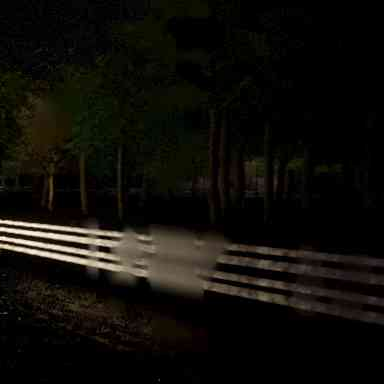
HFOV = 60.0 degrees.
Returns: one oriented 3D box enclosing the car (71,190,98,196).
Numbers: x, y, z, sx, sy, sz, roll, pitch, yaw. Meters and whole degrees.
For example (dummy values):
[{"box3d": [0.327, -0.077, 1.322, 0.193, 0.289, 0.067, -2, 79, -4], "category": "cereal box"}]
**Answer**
[{"box3d": [-19.299, -0.094, 59.844, 4.792, 1.488, 2.163, 0, 1, -1], "category": "car"}]
